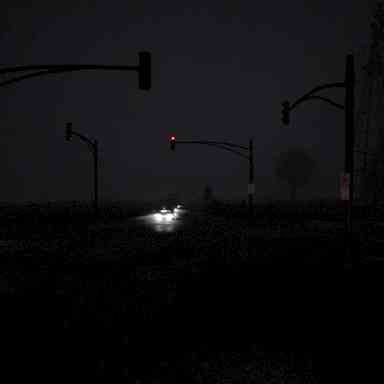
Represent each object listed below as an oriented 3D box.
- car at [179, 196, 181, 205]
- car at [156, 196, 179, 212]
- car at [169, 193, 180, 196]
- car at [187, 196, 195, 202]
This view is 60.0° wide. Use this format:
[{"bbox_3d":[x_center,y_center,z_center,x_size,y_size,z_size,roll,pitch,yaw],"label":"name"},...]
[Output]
[{"bbox_3d":[-3.013,1.596,47.477,1.895,1.301,4.718,0,0,0],"label":"car"},{"bbox_3d":[-2.961,1.486,37.661,2.128,1.511,4.902,0,0,-1],"label":"car"},{"bbox_3d":[-3.060,1.218,57.828,2.150,2.045,5.566,0,0,0],"label":"car"},{"bbox_3d":[-0.332,1.596,78.375,1.895,1.301,4.718,0,0,0],"label":"car"}]
